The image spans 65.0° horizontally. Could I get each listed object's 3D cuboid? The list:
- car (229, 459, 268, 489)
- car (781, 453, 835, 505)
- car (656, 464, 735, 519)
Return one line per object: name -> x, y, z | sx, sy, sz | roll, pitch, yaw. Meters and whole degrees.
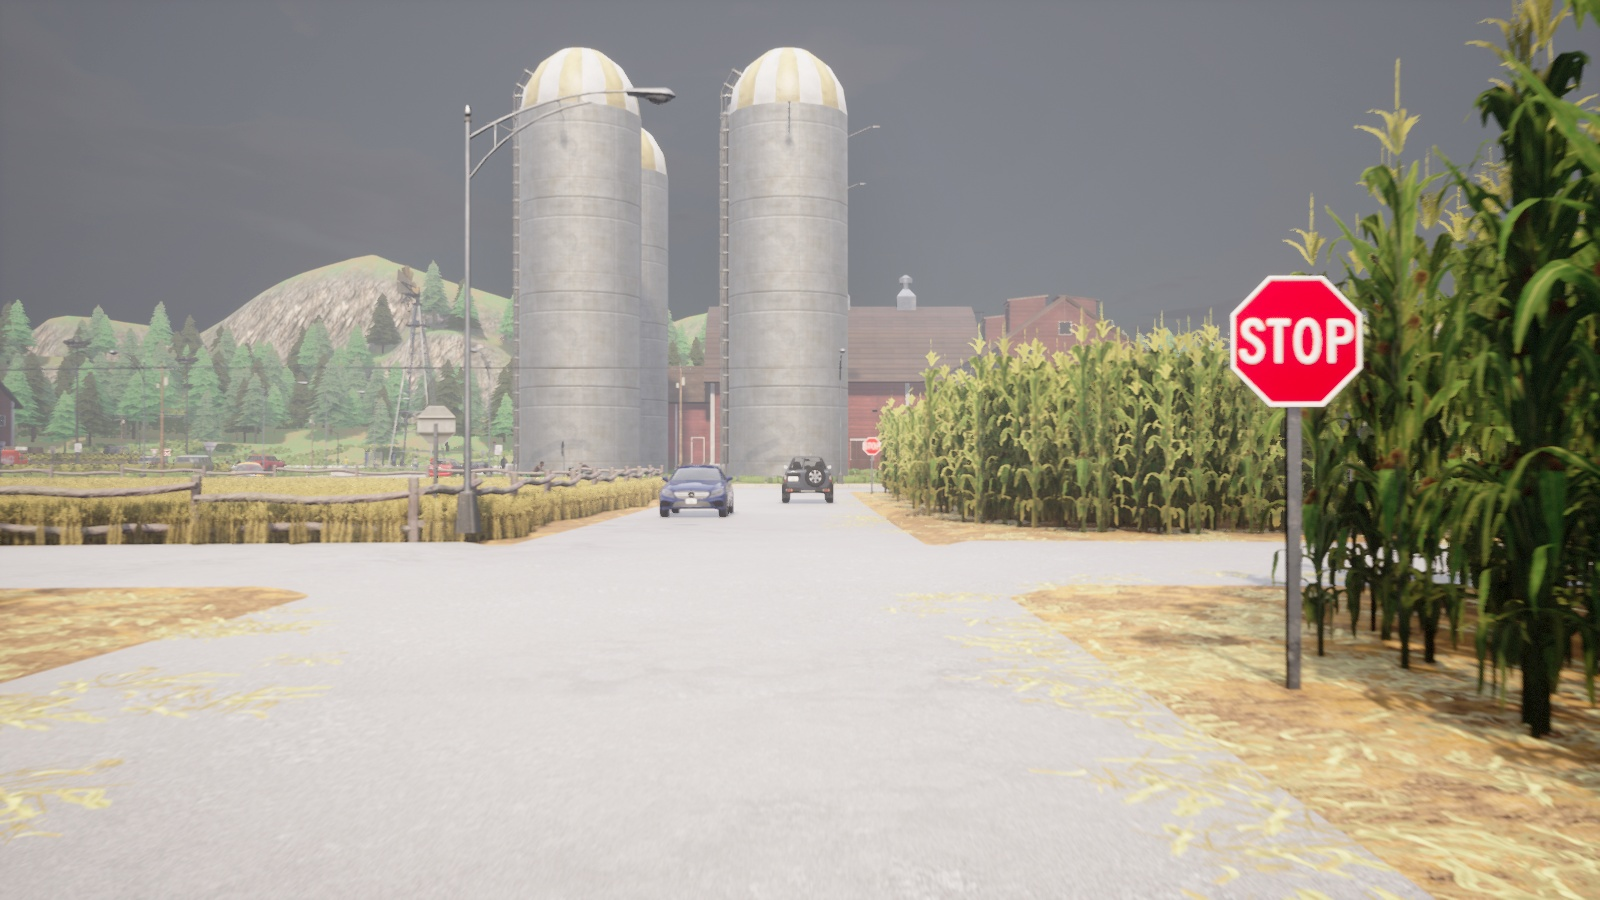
car -> -30.220, 1.282, 68.736 | 1.801, 1.575, 5.366 | 0, -1, -26
car -> 0.285, 1.042, 47.318 | 1.932, 1.855, 4.605 | 0, 0, 0
car -> -2.883, 1.133, 35.570 | 1.812, 1.442, 4.674 | 0, -1, 0
